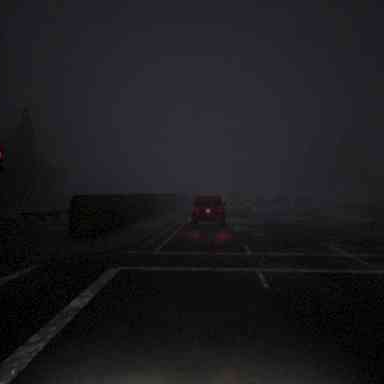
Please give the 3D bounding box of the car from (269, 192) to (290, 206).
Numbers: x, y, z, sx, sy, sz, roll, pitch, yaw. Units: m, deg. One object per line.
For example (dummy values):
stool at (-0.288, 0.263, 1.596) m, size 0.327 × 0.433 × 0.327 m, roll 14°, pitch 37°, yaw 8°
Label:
car at (14.192, 1.357, 54.110) m, size 2.097 × 1.767 × 4.553 m, roll 0°, pitch 0°, yaw 5°

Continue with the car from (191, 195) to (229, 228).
car at (1.156, 1.219, 22.436) m, size 2.150 × 2.045 × 5.566 m, roll 0°, pitch 0°, yaw 5°

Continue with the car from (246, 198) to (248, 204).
car at (11.365, 1.493, 62.760) m, size 2.128 × 1.511 × 4.902 m, roll 0°, pitch 0°, yaw 5°

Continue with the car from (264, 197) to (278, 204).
car at (14.854, 1.569, 62.484) m, size 1.994 × 1.385 × 4.181 m, roll 0°, pitch 0°, yaw 5°

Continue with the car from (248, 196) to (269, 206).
car at (10.640, 1.354, 53.588) m, size 2.097 × 1.767 × 4.553 m, roll 0°, pitch 0°, yaw 5°

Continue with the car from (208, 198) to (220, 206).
car at (3.666, 1.597, 54.200) m, size 1.895 × 1.301 × 4.718 m, roll 0°, pitch 0°, yaw 5°

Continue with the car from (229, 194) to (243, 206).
car at (7.120, 1.477, 53.479) m, size 1.882 × 1.535 × 5.008 m, roll 0°, pitch 0°, yaw 5°

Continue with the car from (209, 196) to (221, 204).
car at (4.386, 1.487, 63.311) m, size 2.128 × 1.511 × 4.902 m, roll 0°, pitch 0°, yaw 5°

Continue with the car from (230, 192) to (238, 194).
car at (7.878, 1.217, 63.065) m, size 2.150 × 2.045 × 5.566 m, roll 0°, pitch 0°, yaw 5°

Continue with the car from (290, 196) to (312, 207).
car at (17.620, 1.485, 53.067) m, size 1.882 × 1.535 × 5.008 m, roll 0°, pitch 0°, yaw 5°

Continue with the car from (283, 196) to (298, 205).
car at (18.343, 1.514, 62.208) m, size 1.837 × 1.490 × 4.892 m, roll 0°, pitch 0°, yaw 5°
